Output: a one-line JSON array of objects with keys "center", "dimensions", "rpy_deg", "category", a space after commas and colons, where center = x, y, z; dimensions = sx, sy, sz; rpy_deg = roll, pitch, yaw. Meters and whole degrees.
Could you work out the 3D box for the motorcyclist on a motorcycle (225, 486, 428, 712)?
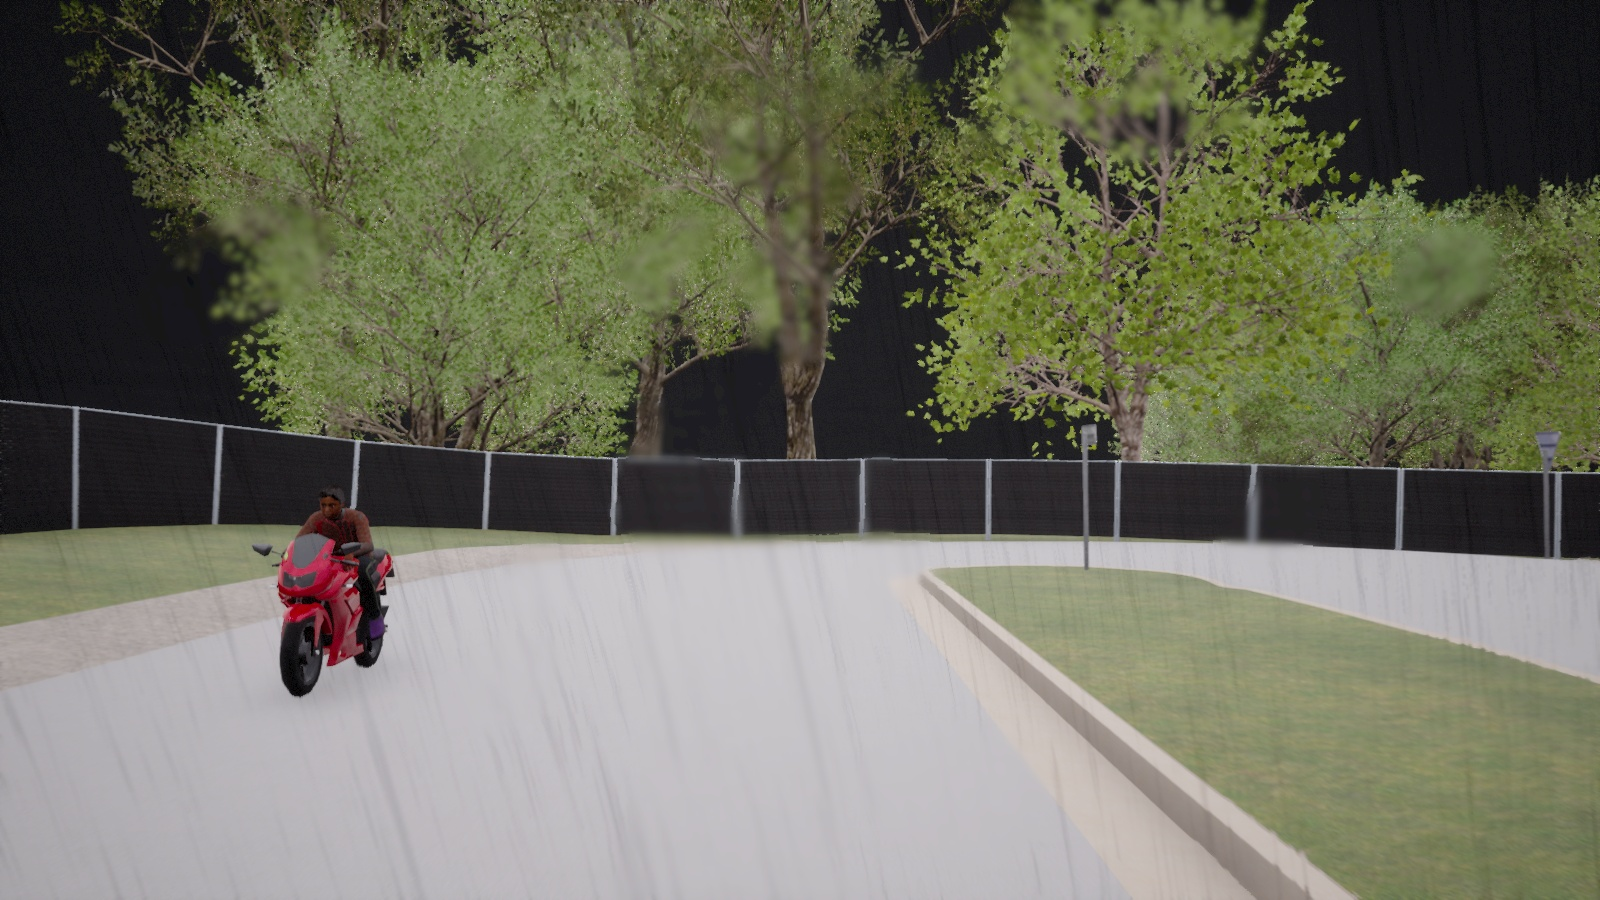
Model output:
[{"center": [-3.570, 1.054, 9.676], "dimensions": [0.797, 1.523, 2.044], "rpy_deg": [-1, -1, -1], "category": "motorcyclist on a motorcycle"}]
